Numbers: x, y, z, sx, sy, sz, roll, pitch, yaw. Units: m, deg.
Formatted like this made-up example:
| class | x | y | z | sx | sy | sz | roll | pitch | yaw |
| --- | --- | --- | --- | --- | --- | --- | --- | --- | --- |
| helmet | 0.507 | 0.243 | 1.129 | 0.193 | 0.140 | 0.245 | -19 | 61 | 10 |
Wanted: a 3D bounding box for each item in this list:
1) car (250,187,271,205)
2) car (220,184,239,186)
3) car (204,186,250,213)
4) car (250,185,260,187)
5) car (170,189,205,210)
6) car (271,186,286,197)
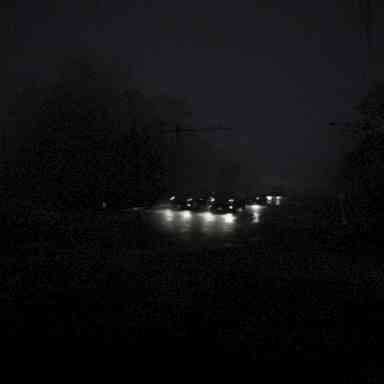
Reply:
| class | x | y | z | sx | sy | sz | roll | pitch | yaw |
| --- | --- | --- | --- | --- | --- | --- | --- | --- | --- |
| car | 7.075 | 0.536 | 36.974 | 1.812 | 1.442 | 4.674 | 2 | 3 | 24 |
| car | 4.160 | 0.072 | 38.987 | 2.150 | 2.045 | 5.566 | 2 | 3 | 23 |
| car | 3.057 | 0.669 | 27.808 | 2.097 | 1.767 | 4.553 | 2 | 2 | 23 |
| car | 9.668 | -0.312 | 51.349 | 1.812 | 1.442 | 4.674 | 2 | 4 | 24 |
| car | -0.158 | 0.535 | 29.237 | 2.097 | 1.767 | 4.553 | 2 | 2 | 24 |
| car | 12.935 | -0.167 | 50.092 | 2.033 | 1.411 | 5.357 | 2 | 4 | 24 |
